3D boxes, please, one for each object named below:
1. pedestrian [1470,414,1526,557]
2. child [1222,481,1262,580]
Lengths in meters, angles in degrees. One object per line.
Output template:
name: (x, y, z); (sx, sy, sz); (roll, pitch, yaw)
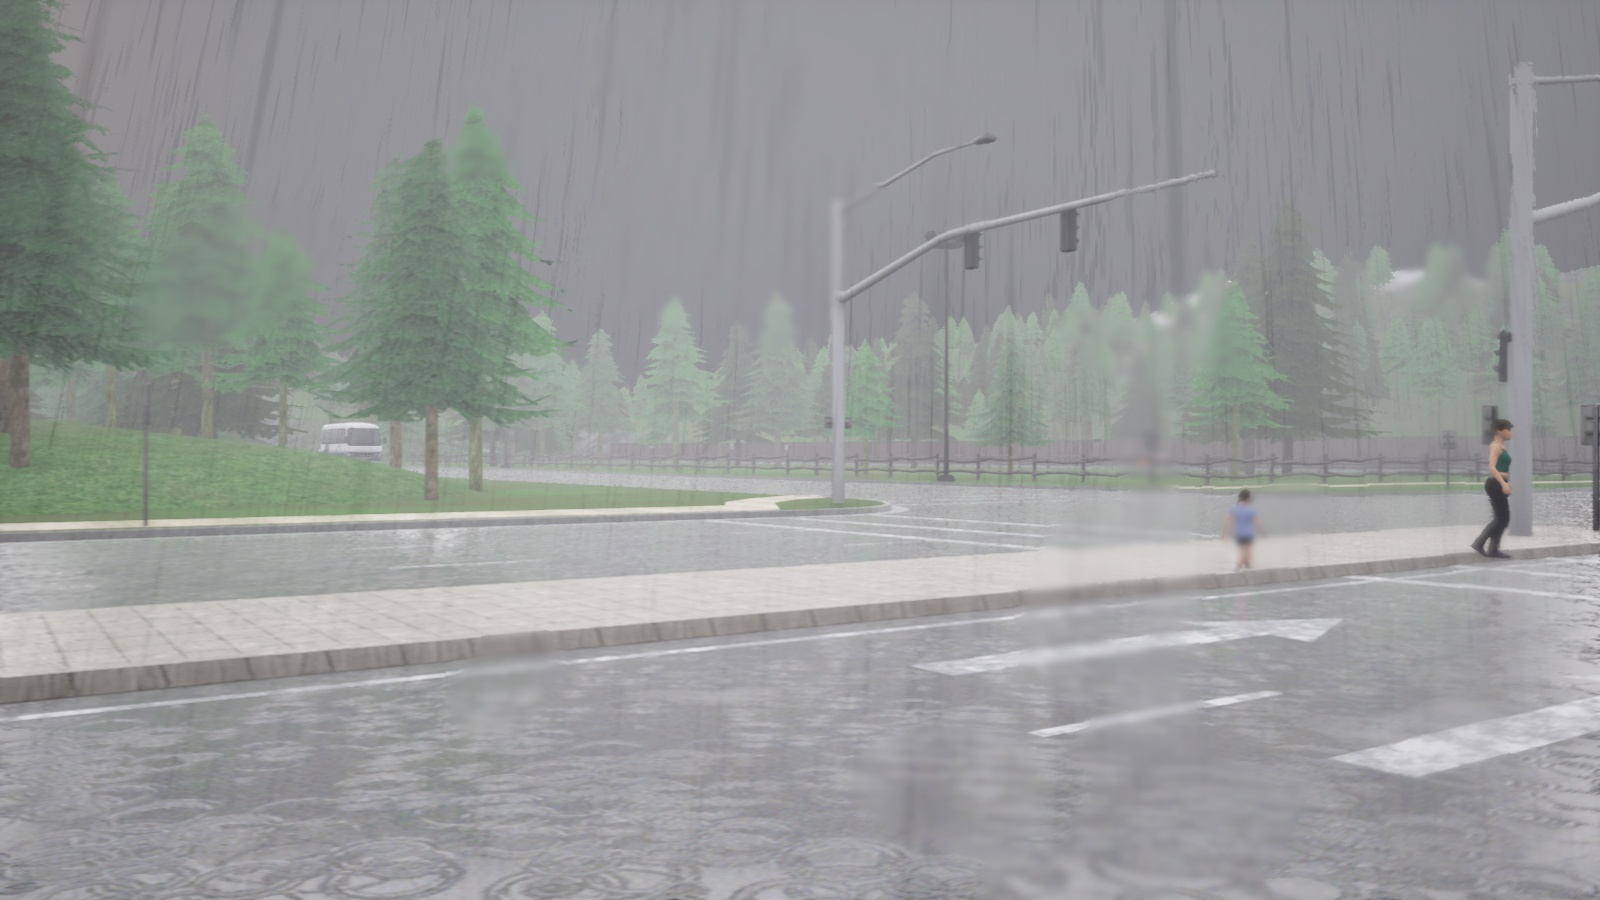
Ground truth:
pedestrian: (9.091, 0.453, 16.356); (0.594, 1.836, 0.345); (0, 0, 35)
child: (5.064, 0.913, 14.376); (0.394, 1.110, 0.255); (0, 0, -36)
